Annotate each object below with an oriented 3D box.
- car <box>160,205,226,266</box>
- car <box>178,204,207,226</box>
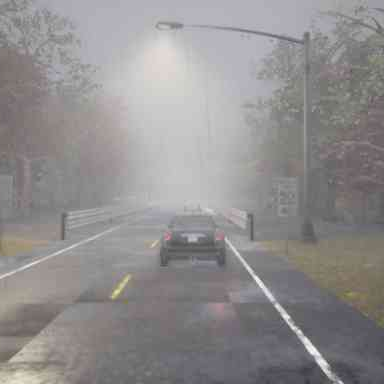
[{"bbox_3d":[0.044,1.487,12.243,2.097,1.767,4.553,0,-1,0],"label":"car"},{"bbox_3d":[0.042,1.792,27.316,2.128,1.511,4.902,0,-1,0],"label":"car"}]
